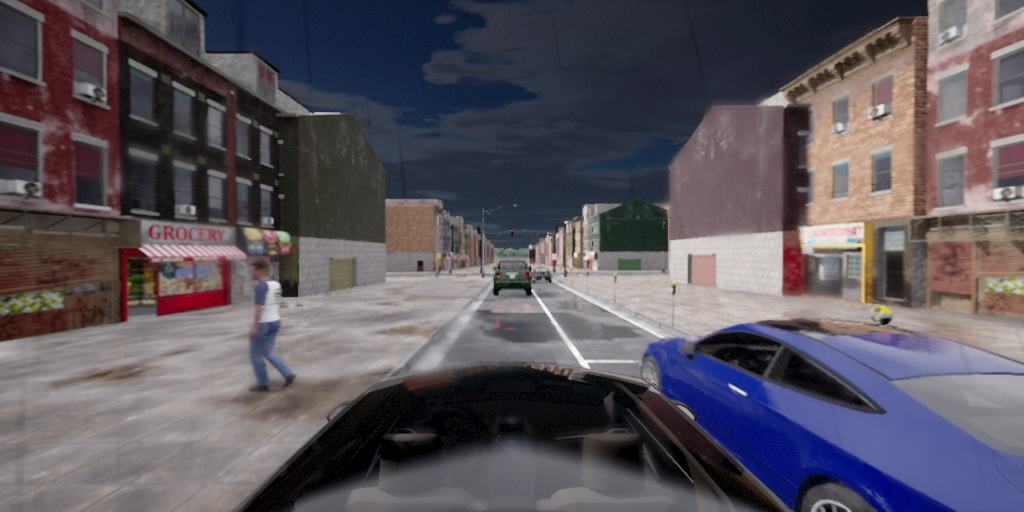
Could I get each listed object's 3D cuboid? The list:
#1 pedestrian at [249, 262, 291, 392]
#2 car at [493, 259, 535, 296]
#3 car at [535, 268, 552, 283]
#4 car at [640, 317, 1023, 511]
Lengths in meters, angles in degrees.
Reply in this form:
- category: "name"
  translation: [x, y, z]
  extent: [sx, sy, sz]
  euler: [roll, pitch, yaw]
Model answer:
- category: "pedestrian"
  translation: [-3.428, 0.933, 4.994]
  extent: [0.375, 1.860, 0.375]
  euler: [-1, 1, -10]
- category: "car"
  translation: [0.030, 1.223, 21.671]
  extent: [2.150, 2.045, 5.566]
  euler: [0, -1, 0]
- category: "car"
  translation: [2.607, 1.685, 32.069]
  extent: [2.007, 1.370, 4.403]
  euler: [0, 0, 0]
- category: "car"
  translation: [2.749, 1.295, 3.269]
  extent: [1.812, 1.442, 4.674]
  euler: [0, -1, 0]
